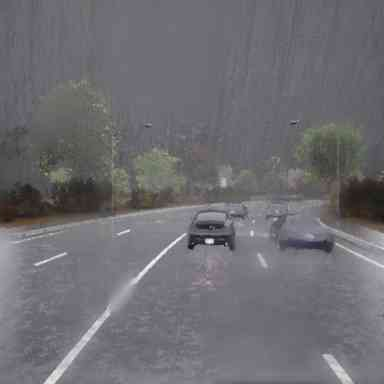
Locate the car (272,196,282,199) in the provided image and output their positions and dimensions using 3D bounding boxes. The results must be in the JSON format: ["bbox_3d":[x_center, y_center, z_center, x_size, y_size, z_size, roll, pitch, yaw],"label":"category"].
[{"bbox_3d":[19.979,1.531,76.118,1.895,1.301,4.718,0,0,38],"label":"car"}]

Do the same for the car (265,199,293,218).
[{"bbox_3d":[7.149,1.565,27.932,2.033,1.411,5.357,0,0,15],"label":"car"}]

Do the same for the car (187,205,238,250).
[{"bbox_3d":[0.941,1.512,14.327,1.837,1.490,4.892,0,0,7],"label":"car"}]

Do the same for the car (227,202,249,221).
[{"bbox_3d":[3.763,1.568,28.820,1.994,1.385,4.181,0,0,15],"label":"car"}]

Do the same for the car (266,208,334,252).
[{"bbox_3d":[4.412,1.571,13.880,1.994,1.385,4.181,0,0,7],"label":"car"}]

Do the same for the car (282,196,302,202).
[{"bbox_3d":[22.668,1.496,73.878,2.033,1.411,5.357,0,0,38],"label":"car"}]
